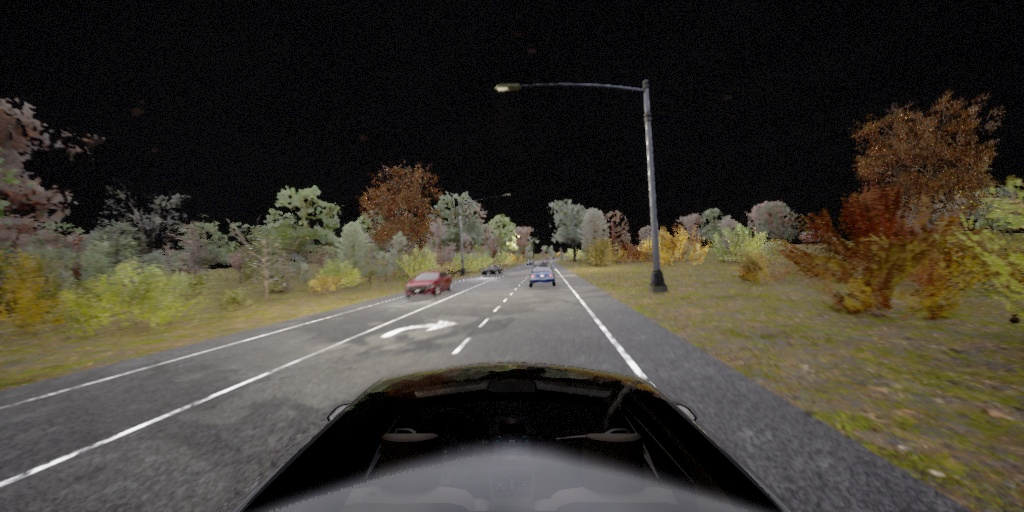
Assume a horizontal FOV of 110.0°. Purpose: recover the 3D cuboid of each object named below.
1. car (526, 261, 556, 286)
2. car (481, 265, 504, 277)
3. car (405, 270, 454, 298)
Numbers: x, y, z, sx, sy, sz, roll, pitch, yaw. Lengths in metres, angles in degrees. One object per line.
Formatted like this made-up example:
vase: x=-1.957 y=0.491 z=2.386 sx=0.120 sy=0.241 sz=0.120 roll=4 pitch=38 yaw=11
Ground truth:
car: x=2.224 y=1.373 z=26.144 sx=2.033 sy=1.411 sz=5.357 roll=-3 pitch=0 yaw=5
car: x=-2.374 y=1.823 z=44.110 sx=1.895 sy=1.301 sz=4.718 roll=-3 pitch=0 yaw=11
car: x=-5.120 y=1.696 z=22.723 sx=1.882 sy=1.535 sz=5.008 roll=-3 pitch=0 yaw=6
